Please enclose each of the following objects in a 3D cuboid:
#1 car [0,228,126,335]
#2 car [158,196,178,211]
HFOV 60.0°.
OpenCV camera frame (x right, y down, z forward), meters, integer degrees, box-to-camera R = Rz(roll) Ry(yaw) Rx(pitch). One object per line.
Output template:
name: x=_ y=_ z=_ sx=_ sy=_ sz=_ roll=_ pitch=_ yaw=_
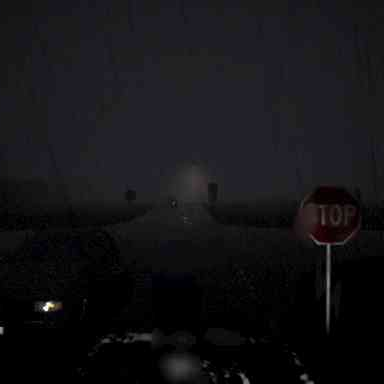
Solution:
car: x=-2.756 y=1.537 z=7.292 sx=2.033 sy=1.411 sz=5.357 roll=0 pitch=0 yaw=0
car: x=-2.789 y=1.266 z=39.439 sx=2.097 sy=1.767 sz=4.553 roll=0 pitch=0 yaw=0
